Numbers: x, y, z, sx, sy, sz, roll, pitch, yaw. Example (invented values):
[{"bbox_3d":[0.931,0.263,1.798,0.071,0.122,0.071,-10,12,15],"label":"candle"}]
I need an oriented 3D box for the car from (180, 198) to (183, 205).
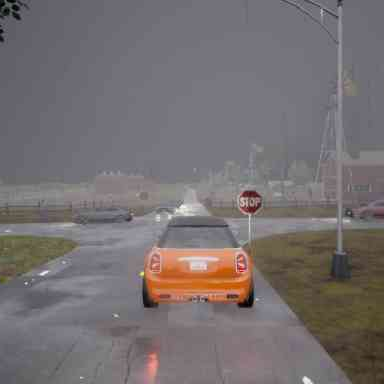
[{"bbox_3d":[-2.725,1.687,46.320,1.994,1.385,4.181,0,0,0],"label":"car"}]

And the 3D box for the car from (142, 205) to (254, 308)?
[{"bbox_3d":[0.119,1.354,8.100,2.097,1.767,4.553,0,0,0],"label":"car"}]

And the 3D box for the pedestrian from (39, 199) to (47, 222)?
[{"bbox_3d":[-12.088,1.466,26.978,0.375,1.860,0.375,0,2,0],"label":"pedestrian"}]

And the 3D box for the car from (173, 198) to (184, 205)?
[{"bbox_3d":[-2.614,1.884,66.884,1.994,1.385,4.181,0,-1,1],"label":"car"}]

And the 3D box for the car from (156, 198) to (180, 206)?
[{"bbox_3d":[-2.794,1.614,36.483,2.033,1.411,5.357,0,0,1],"label":"car"}]

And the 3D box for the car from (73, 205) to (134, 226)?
[{"bbox_3d":[-6.329,1.632,23.929,4.181,1.385,1.994,-2,1,0],"label":"car"}]

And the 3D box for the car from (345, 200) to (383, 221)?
[{"bbox_3d":[13.250,1.272,23.781,4.181,1.385,1.994,-1,1,1],"label":"car"}]
